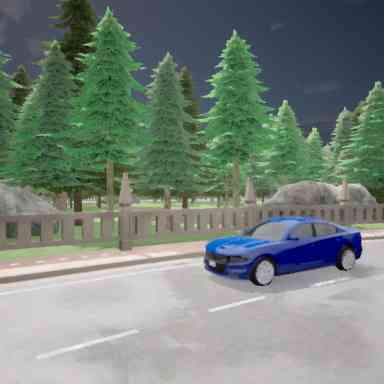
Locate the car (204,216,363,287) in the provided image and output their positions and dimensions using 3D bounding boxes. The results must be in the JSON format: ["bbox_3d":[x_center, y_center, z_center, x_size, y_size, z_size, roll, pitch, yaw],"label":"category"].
[{"bbox_3d":[2.685,1.478,9.477,5.008,1.535,1.882,-1,0,-29],"label":"car"}]
